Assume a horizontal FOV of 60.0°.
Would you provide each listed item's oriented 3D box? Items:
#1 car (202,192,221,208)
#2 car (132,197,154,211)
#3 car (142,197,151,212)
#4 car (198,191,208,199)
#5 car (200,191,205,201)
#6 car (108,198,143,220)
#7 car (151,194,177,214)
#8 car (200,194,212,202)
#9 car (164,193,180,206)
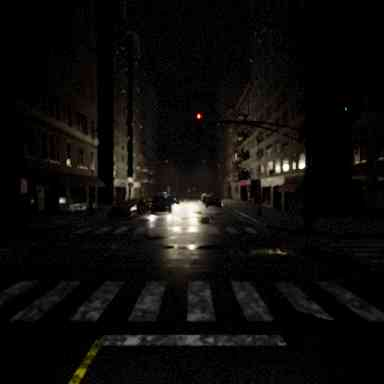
[{"bbox_3d":[2.678,1.157,42.478,1.967,1.590,4.097,0,0,0],"label":"car"},{"bbox_3d":[-5.353,1.281,36.870,1.752,1.417,4.829,0,0,0],"label":"car"},{"bbox_3d":[-5.358,1.337,31.586,1.887,1.381,4.507,0,0,0],"label":"car"},{"bbox_3d":[2.713,0.769,80.656,2.192,1.841,5.009,0,0,0],"label":"car"},{"bbox_3d":[2.689,1.081,53.387,1.967,1.590,4.097,0,0,0],"label":"car"},{"bbox_3d":[-5.363,1.379,26.132,2.008,1.369,4.403,0,0,0],"label":"car"},{"bbox_3d":[-2.815,1.266,32.028,1.882,1.535,5.008,0,0,0],"label":"car"},{"bbox_3d":[2.699,1.115,64.296,2.008,1.369,4.403,0,0,0],"label":"car"},{"bbox_3d":[-2.782,1.206,47.801,1.812,1.442,4.674,0,0,0],"label":"car"}]
